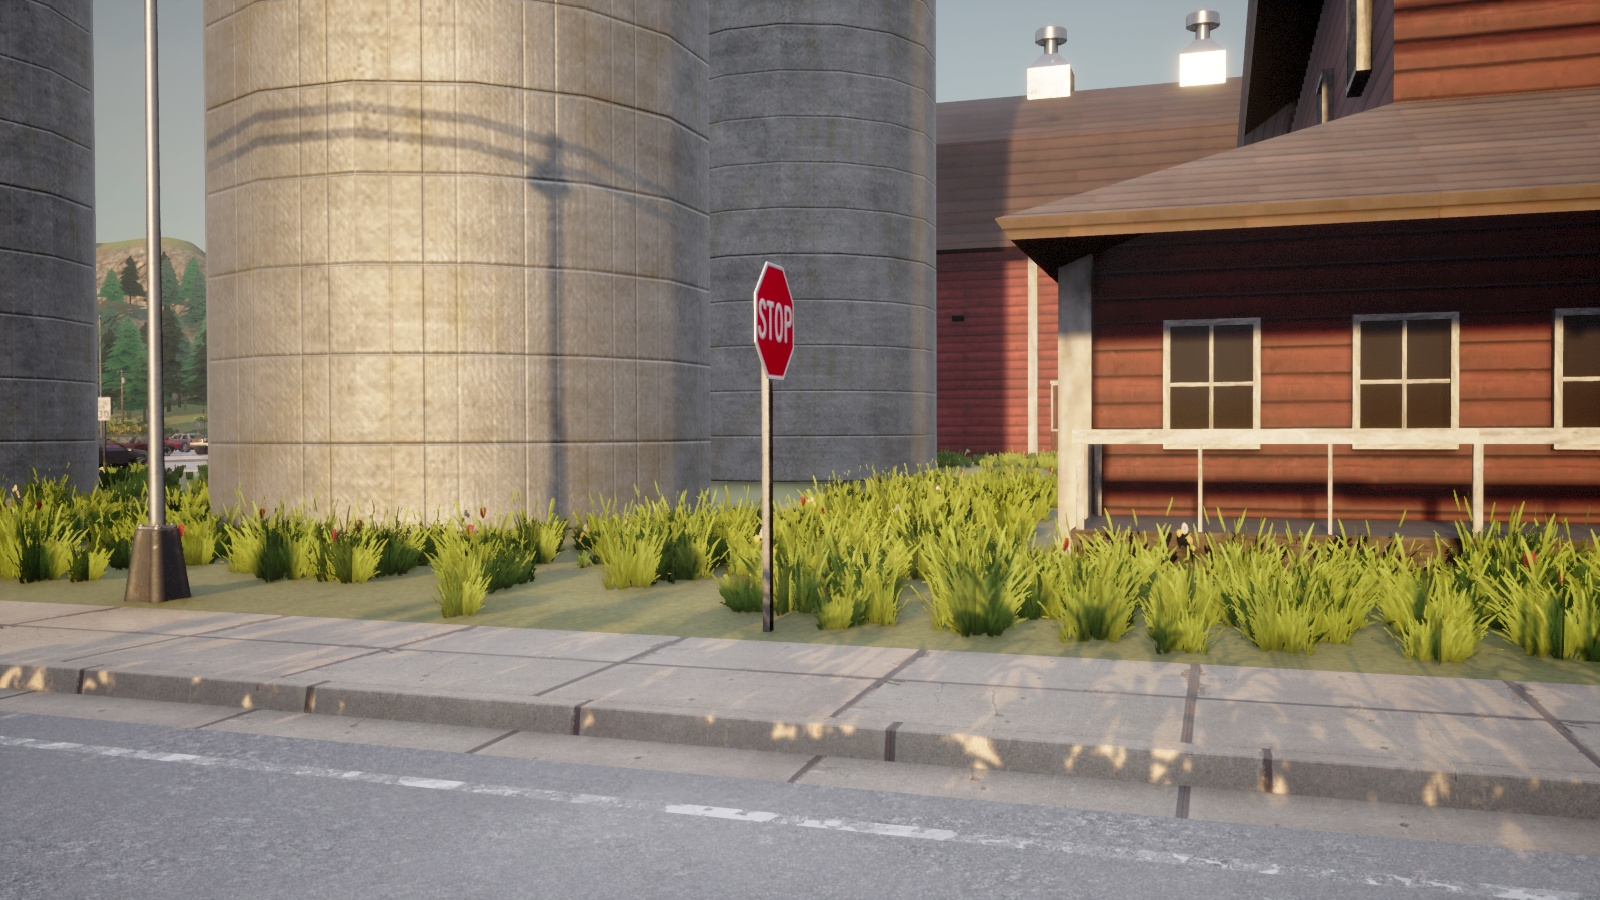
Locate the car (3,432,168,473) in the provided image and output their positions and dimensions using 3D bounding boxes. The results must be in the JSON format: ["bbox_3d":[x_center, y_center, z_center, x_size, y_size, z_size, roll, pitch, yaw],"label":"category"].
[{"bbox_3d":[-26.300,0.031,46.481,2.033,1.411,5.357,1,1,18],"label":"car"}]

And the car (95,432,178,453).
[{"bbox_3d":[-42.547,-0.523,80.598,1.895,1.301,4.718,1,1,18],"label":"car"}]
